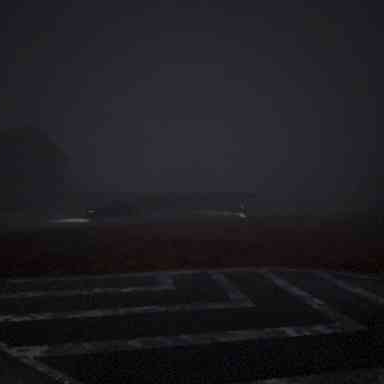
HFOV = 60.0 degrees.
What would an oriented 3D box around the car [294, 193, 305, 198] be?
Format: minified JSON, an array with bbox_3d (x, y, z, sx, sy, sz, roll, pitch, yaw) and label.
[{"bbox_3d":[28.482,1.661,87.974,2.242,1.667,4.611,0,0,35],"label":"car"}]

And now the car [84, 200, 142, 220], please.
[{"bbox_3d":[-6.648,1.462,28.116,4.892,1.490,1.837,0,0,-38],"label":"car"}]

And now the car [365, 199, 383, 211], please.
[{"bbox_3d":[24.263,1.604,42.553,4.674,1.442,1.812,0,0,-22],"label":"car"}]

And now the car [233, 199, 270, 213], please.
[{"bbox_3d":[6.812,1.560,37.881,4.674,1.442,1.812,0,0,-32],"label":"car"}]
